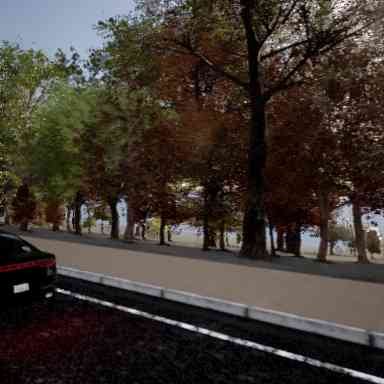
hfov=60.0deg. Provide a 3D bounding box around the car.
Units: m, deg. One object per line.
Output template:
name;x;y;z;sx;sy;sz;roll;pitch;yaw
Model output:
car;-4.990;1.542;7.244;5.008;1.535;1.882;-1;0;35
